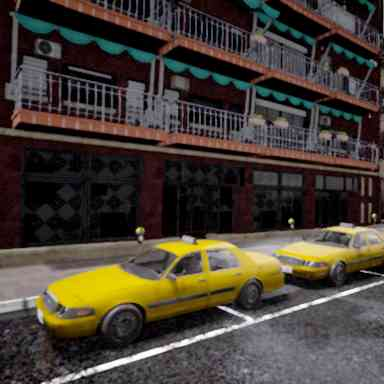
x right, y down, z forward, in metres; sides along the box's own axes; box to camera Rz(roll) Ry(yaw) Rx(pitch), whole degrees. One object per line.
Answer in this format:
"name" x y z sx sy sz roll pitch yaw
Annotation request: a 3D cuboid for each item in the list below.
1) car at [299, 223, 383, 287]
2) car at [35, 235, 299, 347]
"car" 4.323 1.611 9.633 4.829 1.417 1.752 1 1 -36
"car" -0.284 1.557 6.343 4.829 1.417 1.752 1 1 -36
